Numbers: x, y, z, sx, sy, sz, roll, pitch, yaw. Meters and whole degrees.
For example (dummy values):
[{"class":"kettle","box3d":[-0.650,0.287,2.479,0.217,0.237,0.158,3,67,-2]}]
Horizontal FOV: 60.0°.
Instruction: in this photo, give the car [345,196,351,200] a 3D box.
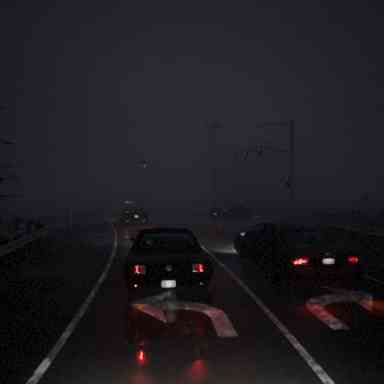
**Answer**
[{"class":"car","box3d":[32.189,1.693,63.988,5.357,1.411,2.033,0,0,-19]}]

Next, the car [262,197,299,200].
[{"class":"car","box3d":[14.713,1.641,55.245,4.892,1.490,1.837,0,0,-16]}]

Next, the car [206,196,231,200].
[{"class":"car","box3d":[4.825,1.696,52.378,4.181,1.385,1.994,0,0,-16]}]

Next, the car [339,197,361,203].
[{"class":"car","box3d":[34.322,1.726,72.322,4.181,1.385,1.994,0,0,-23]}]

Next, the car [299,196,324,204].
[{"class":"car","box3d":[24.781,1.668,69.041,4.892,1.490,1.837,0,0,-16]}]

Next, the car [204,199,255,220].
[{"class":"car","box3d":[3.366,1.599,28.402,1.812,1.442,4.674,-2,-1,40]}]

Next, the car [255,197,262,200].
[{"class":"car","box3d":[13.795,1.670,58.594,4.674,1.442,1.812,0,0,-16]}]

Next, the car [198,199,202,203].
[{"class":"car","box3d":[3.253,1.641,59.187,4.902,1.511,2.128,0,0,-16]}]

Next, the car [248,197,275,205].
[{"class":"car","box3d":[12.867,1.679,61.917,4.674,1.442,1.812,0,0,-16]}]

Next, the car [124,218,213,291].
[{"class":"car","box3d":[-0.749,1.625,9.119,1.895,1.301,4.718,0,0,-7]}]

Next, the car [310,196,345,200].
[{"class":"car","box3d":[23.453,1.665,57.735,4.674,1.442,1.812,0,0,-16]}]

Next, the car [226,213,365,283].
[{"class":"car","box3d":[2.690,1.572,9.790,2.033,1.411,5.357,0,0,-7]}]

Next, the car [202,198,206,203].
[{"class":"car","box3d":[4.535,1.493,55.941,4.553,1.767,2.097,0,0,-18]}]

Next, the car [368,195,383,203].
[{"class":"car","box3d":[43.313,1.508,77.205,4.553,1.767,2.097,0,0,-30]}]

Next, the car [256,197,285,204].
[{"class":"car","box3d":[15.713,1.711,66.393,5.357,1.411,2.033,0,0,-16]}]

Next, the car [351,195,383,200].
[{"class":"car","box3d":[32.120,1.621,60.292,5.008,1.535,1.882,0,0,-16]}]

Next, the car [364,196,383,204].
[{"class":"car","box3d":[39.208,1.693,70.747,4.902,1.511,2.128,0,0,-27]}]

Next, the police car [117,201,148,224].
[{"class":"police car","box3d":[-4.666,1.497,25.657,1.930,1.638,5.238,0,0,-18]}]

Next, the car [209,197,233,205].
[{"class":"car","box3d":[5.493,1.723,63.411,4.181,1.385,1.994,0,0,-16]}]

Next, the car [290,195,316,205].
[{"class":"car","box3d":[21.505,1.509,64.438,4.553,1.767,2.097,0,0,-16]}]

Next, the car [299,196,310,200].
[{"class":"car","box3d":[22.847,1.696,61.183,5.357,1.411,2.033,0,0,-16]}]

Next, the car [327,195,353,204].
[{"class":"car","box3d":[29.771,1.516,66.900,4.553,1.767,2.097,0,0,-16]}]
